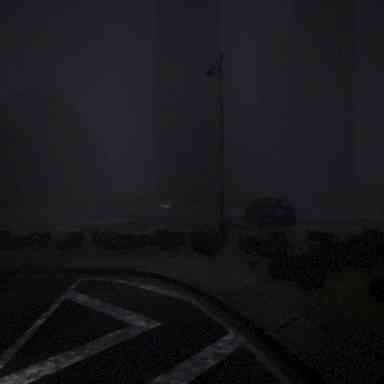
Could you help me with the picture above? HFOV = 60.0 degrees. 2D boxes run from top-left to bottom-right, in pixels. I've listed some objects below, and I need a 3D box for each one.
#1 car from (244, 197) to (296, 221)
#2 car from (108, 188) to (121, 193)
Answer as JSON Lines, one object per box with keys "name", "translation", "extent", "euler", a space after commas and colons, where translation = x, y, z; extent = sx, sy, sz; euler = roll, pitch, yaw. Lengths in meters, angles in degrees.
{"name": "car", "translation": [4.692, 1.140, 20.552], "extent": [2.242, 1.667, 4.611], "euler": [-1, 1, -5]}
{"name": "car", "translation": [-19.125, 0.072, 81.527], "extent": [1.905, 1.878, 3.866], "euler": [-7, -6, 42]}
